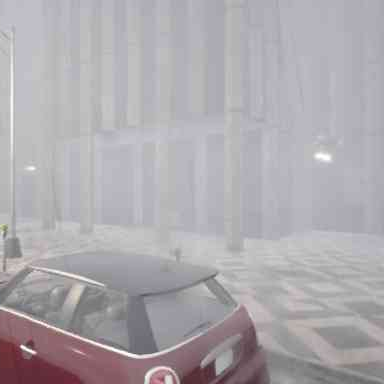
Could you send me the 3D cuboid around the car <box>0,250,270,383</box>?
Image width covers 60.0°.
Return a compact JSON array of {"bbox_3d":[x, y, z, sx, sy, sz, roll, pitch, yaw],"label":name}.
[{"bbox_3d":[-1.310,1.431,3.904,4.097,1.590,1.967,0,0,36],"label":"car"}]
